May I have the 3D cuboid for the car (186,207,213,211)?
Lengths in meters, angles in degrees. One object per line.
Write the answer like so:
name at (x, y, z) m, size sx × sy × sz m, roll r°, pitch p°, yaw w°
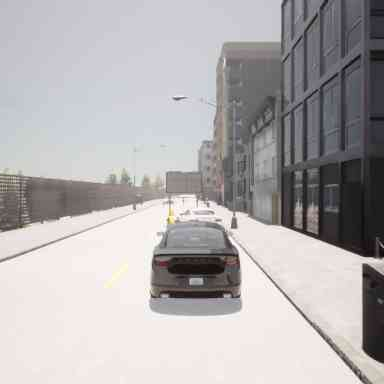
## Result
car at (0.388, 1.540, 17.882) m, size 1.812 × 1.442 × 4.674 m, roll 0°, pitch -1°, yaw -9°

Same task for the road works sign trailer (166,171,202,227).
road works sign trailer at (-0.569, 0.464, 21.367) m, size 2.380 × 3.560 × 2.880 m, roll 0°, pitch 0°, yaw -17°

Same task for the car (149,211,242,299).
car at (0.073, 1.478, 8.530) m, size 1.882 × 1.535 × 5.008 m, roll 0°, pitch 0°, yaw 0°

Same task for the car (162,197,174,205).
car at (-4.175, 1.525, 57.756) m, size 1.812 × 1.442 × 4.674 m, roll 0°, pitch 0°, yaw 0°
